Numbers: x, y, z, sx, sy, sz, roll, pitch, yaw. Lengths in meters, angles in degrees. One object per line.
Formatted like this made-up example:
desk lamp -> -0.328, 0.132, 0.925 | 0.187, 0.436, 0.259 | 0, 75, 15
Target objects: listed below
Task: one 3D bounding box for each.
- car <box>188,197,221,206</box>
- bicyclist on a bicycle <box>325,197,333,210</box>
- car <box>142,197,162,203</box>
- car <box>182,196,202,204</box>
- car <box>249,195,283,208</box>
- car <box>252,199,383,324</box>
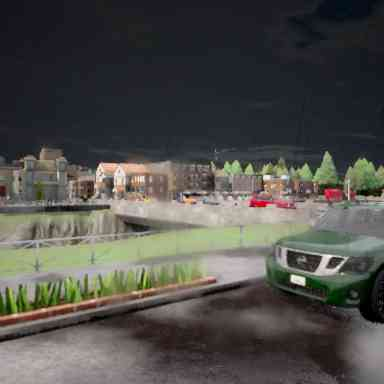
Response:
car -> 1.878, 1.686, 46.338 | 1.895, 1.301, 4.718 | 0, 0, -35
bicyclist on a bicycle -> 16.564, 1.458, 40.271 | 1.656, 1.620, 0.582 | 0, 0, -36
car -> -7.203, 1.601, 59.155 | 1.882, 1.535, 5.008 | 0, 0, -36
car -> 0.209, 1.450, 55.858 | 2.097, 1.767, 4.553 | 0, 0, -36
car -> 8.812, 1.306, 36.669 | 2.150, 2.045, 5.566 | 0, 0, -36
car -> 4.191, 1.244, 7.569 | 5.566, 2.045, 2.150 | 0, 0, -34
